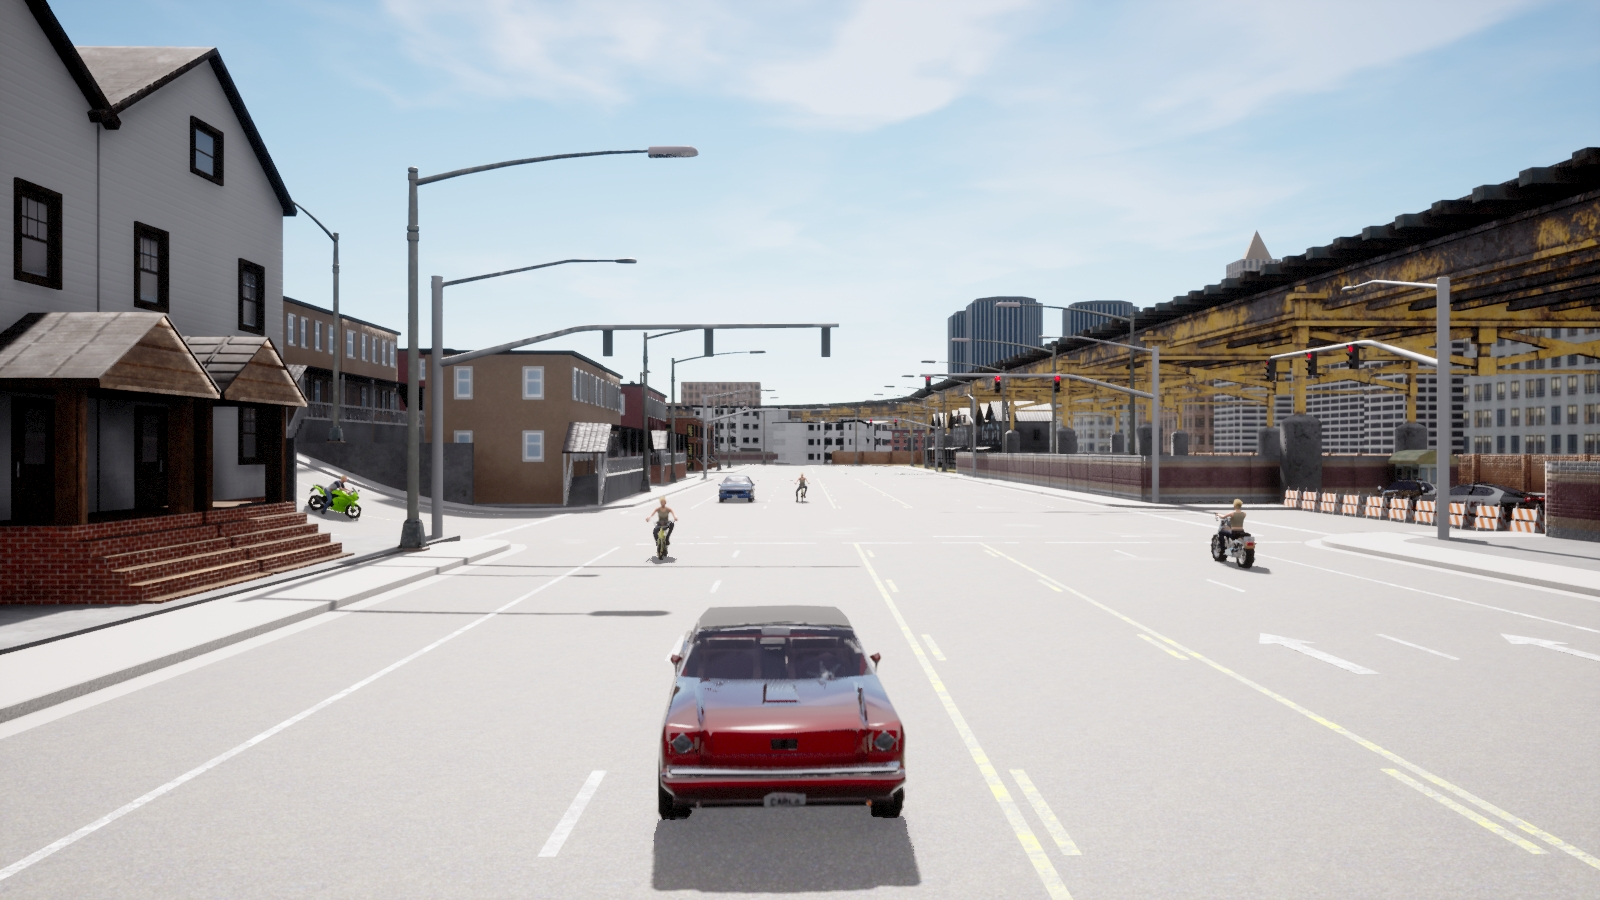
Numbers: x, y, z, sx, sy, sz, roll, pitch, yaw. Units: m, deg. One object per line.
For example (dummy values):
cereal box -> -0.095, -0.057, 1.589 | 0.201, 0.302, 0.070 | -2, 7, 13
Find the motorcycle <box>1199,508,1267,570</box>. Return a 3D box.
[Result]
motorcycle -> 10.523, 2.142, 27.849 | 0.764, 1.332, 2.356 | 0, 0, 0

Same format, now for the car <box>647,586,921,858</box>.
car -> -0.218, 2.155, 10.264 | 1.895, 1.301, 4.718 | 0, 0, -3

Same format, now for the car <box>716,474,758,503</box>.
car -> -3.449, 2.106, 63.014 | 2.033, 1.411, 5.357 | 0, 0, 0
